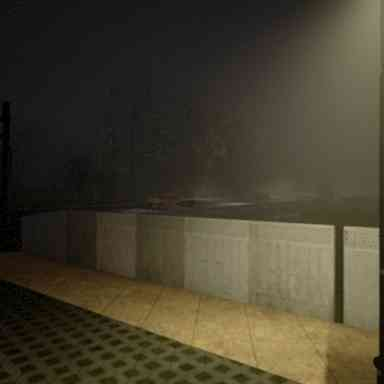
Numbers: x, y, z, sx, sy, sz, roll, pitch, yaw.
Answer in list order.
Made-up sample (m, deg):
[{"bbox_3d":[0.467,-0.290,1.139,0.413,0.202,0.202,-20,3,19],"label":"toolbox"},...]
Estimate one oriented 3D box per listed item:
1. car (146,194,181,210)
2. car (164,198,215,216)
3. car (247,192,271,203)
[{"bbox_3d":[-2.790,1.016,36.347,1.882,1.535,5.008,3,3,41],"label":"car"},{"bbox_3d":[0.104,1.467,29.658,1.895,1.301,4.718,3,3,41],"label":"car"},{"bbox_3d":[10.356,0.819,51.206,2.128,1.511,4.902,3,3,41],"label":"car"}]
